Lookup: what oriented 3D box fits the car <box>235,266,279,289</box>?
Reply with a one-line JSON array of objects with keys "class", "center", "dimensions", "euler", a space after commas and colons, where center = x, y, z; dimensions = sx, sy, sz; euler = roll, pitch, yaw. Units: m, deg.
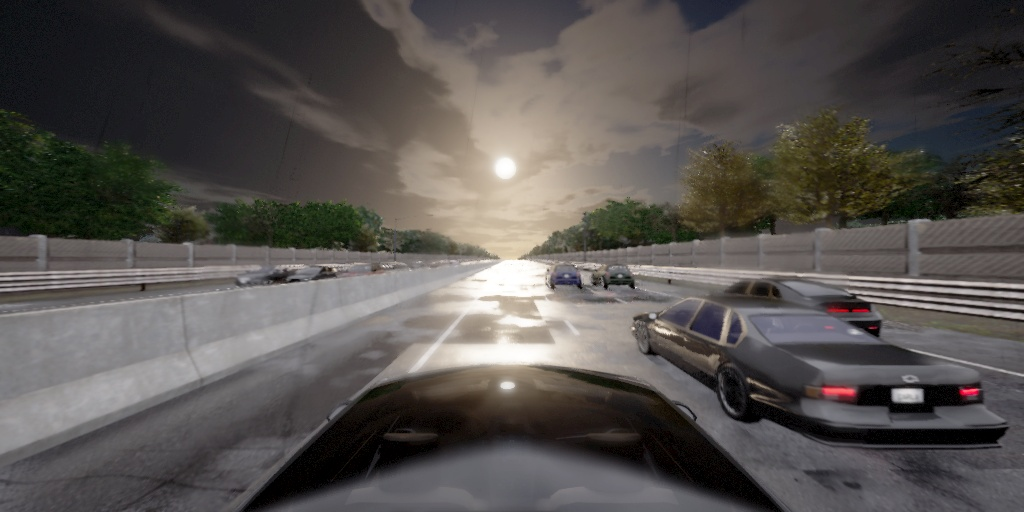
[{"class": "car", "center": [-17.602, 1.489, 26.006], "dimensions": [2.128, 1.511, 4.902], "euler": [0, -1, 0]}]

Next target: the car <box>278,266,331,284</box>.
[{"class": "car", "center": [-14.102, 1.500, 25.759], "dimensions": [1.837, 1.490, 4.892], "euler": [0, -1, 0]}]

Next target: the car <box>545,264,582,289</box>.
[{"class": "car", "center": [3.591, 1.348, 25.624], "dimensions": [2.097, 1.767, 4.553], "euler": [0, -1, 0]}]

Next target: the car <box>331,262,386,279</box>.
[{"class": "car", "center": [-10.602, 1.347, 25.635], "dimensions": [2.097, 1.767, 4.553], "euler": [0, -1, 0]}]

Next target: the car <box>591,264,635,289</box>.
[{"class": "car", "center": [7.091, 1.349, 25.618], "dimensions": [2.097, 1.767, 4.553], "euler": [0, -1, 0]}]

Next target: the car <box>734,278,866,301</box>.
[{"class": "car", "center": [7.094, 1.342, 9.847], "dimensions": [1.837, 1.490, 4.892], "euler": [0, -1, 0]}]

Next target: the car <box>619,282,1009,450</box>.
[{"class": "car", "center": [3.594, 1.341, 5.767], "dimensions": [2.033, 1.411, 5.357], "euler": [0, -1, 0]}]
